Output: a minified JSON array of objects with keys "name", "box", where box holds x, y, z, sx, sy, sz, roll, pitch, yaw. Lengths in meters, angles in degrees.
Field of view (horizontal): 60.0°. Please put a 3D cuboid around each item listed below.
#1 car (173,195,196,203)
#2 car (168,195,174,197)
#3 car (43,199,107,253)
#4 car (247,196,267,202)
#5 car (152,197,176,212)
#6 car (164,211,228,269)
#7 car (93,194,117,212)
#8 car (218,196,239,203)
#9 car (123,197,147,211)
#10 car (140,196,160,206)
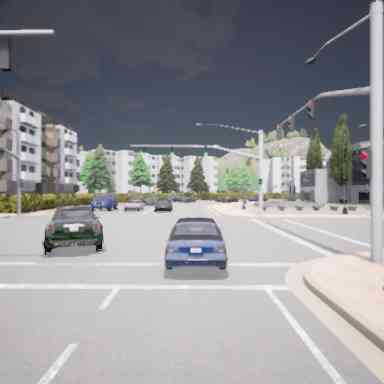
[{"name":"car","box":[-1.103,1.608,68.846,2.033,1.411,5.357,0,0,28]},{"name":"car","box":[-4.231,1.422,70.416,2.097,1.767,4.553,0,0,28]},{"name":"car","box":[-4.996,1.365,14.053,2.097,1.767,4.553,0,0,-20]},{"name":"car","box":[15.111,1.616,77.075,5.357,1.411,2.033,0,0,-36]},{"name":"car","box":[-3.375,1.603,40.189,1.994,1.385,4.181,0,0,-1]},{"name":"car","box":[0.138,1.558,11.137,2.033,1.411,5.357,0,0,1]},{"name":"car","box":[-10.493,1.261,40.089,2.150,2.045,5.566,0,0,-1]},{"name":"car","box":[7.994,1.593,69.954,1.812,1.442,4.674,0,0,38]},{"name":"car","box":[-7.012,1.641,40.351,1.895,1.301,4.718,0,0,-1]},{"name":"car","box":[-6.275,1.404,53.856,2.097,1.767,4.553,0,0,11]}]
